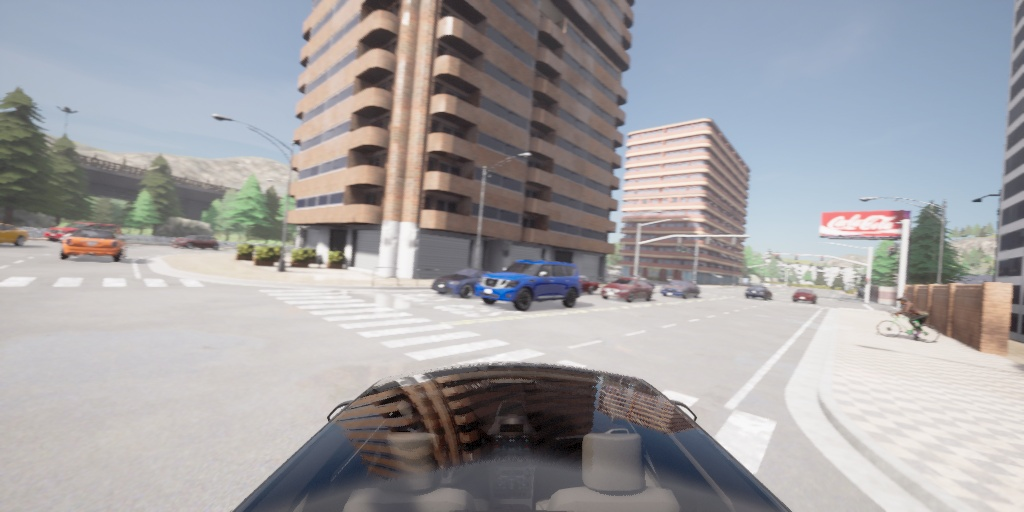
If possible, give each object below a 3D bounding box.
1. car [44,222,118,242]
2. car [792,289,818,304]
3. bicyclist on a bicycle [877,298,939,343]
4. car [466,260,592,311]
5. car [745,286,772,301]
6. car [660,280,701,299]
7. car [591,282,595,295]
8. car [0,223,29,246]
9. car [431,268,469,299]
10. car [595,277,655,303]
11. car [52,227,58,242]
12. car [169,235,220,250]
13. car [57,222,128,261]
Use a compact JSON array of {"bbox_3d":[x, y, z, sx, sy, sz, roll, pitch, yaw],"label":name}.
[{"bbox_3d":[-40.697,-2.202,34.383,2.150,2.045,5.566,5,-1,-5],"label":"car"},{"bbox_3d":[31.694,4.325,38.805,1.812,1.442,4.674,4,-1,43],"label":"car"},{"bbox_3d":[15.416,2.474,13.968,1.656,1.620,0.582,4,-1,43],"label":"bicyclist on a bicycle"},{"bbox_3d":[0.970,1.193,15.918,2.150,2.045,5.566,4,-1,43],"label":"car"},{"bbox_3d":[26.157,3.871,37.979,2.033,1.411,5.357,4,-1,43],"label":"car"},{"bbox_3d":[14.503,2.812,30.632,2.033,1.411,5.357,4,-1,43],"label":"car"},{"bbox_3d":[3.991,1.914,24.401,1.895,1.301,4.718,4,-1,43],"label":"car"},{"bbox_3d":[-33.522,-1.455,22.700,1.882,1.535,5.008,5,-1,-26],"label":"car"},{"bbox_3d":[-1.932,1.311,17.975,1.994,1.385,4.181,4,-1,41],"label":"car"},{"bbox_3d":[7.488,2.120,23.022,1.812,1.442,4.674,4,-1,43],"label":"car"},{"bbox_3d":[-36.603,-1.578,31.584,1.812,1.442,4.674,5,-1,-10],"label":"car"},{"bbox_3d":[-36.768,-1.666,41.690,2.097,1.767,4.553,5,-1,8],"label":"car"},{"bbox_3d":[-23.089,-0.726,20.006,2.097,1.767,4.553,6,-1,-44],"label":"car"}]
